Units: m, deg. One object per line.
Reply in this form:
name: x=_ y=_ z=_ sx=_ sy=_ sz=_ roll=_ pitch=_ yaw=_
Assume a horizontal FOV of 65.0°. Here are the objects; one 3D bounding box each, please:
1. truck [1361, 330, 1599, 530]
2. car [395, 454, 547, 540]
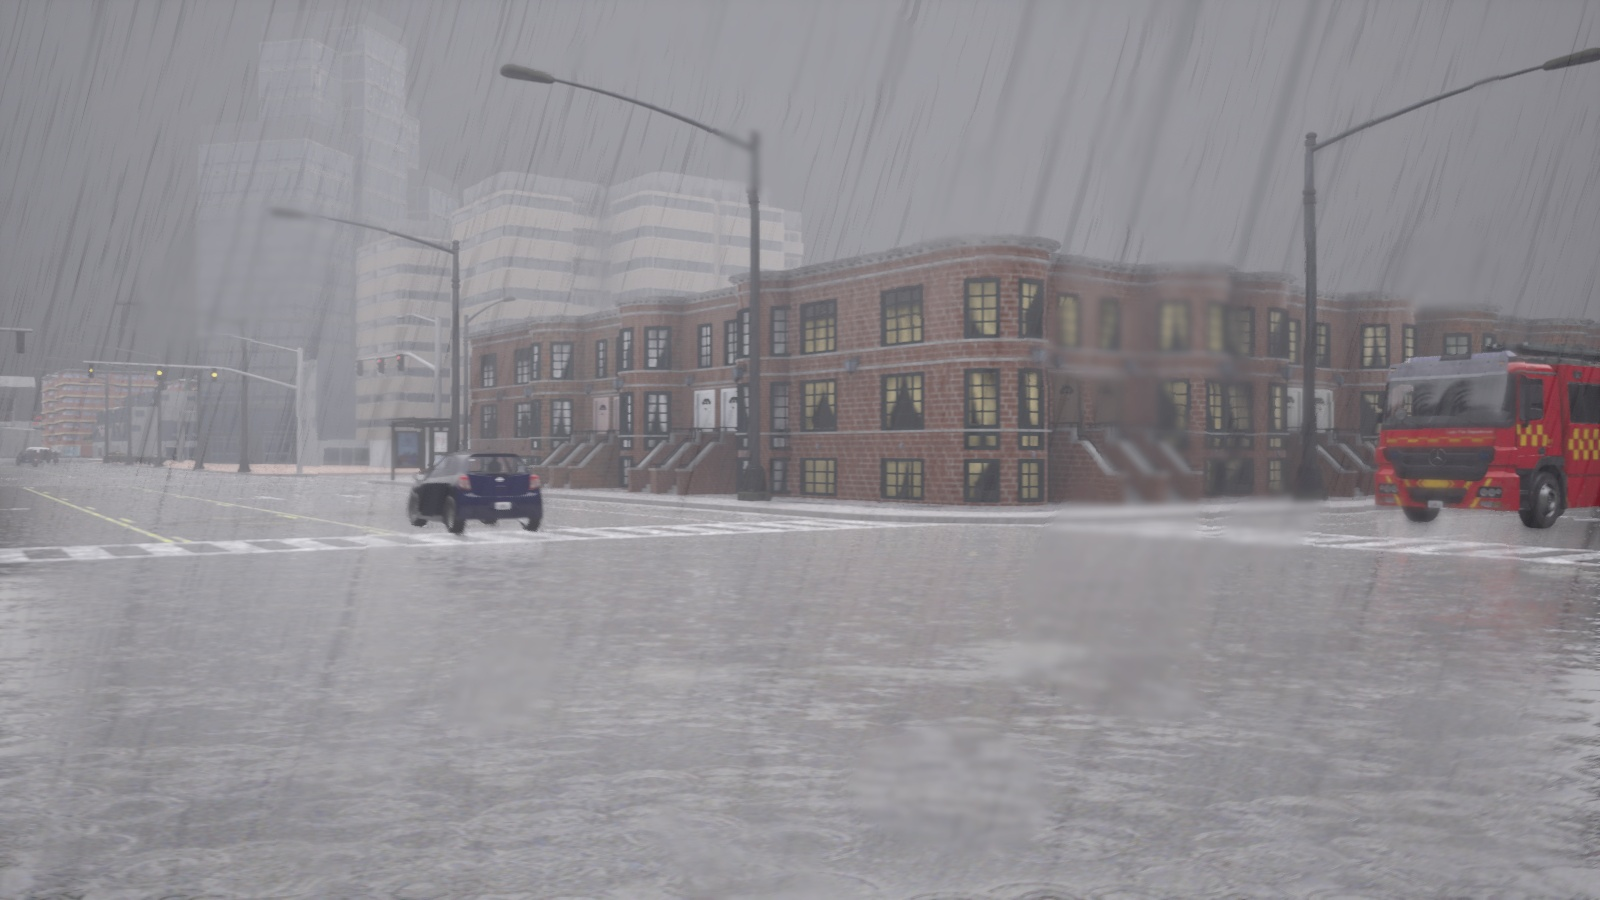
truck: x=16.116 y=-0.386 z=27.668 sx=8.468 sy=3.827 sz=2.891 roll=0 pitch=0 yaw=-35
car: x=-6.393 y=0.831 z=24.129 sx=1.845 sy=1.501 sz=3.633 roll=0 pitch=0 yaw=-32
